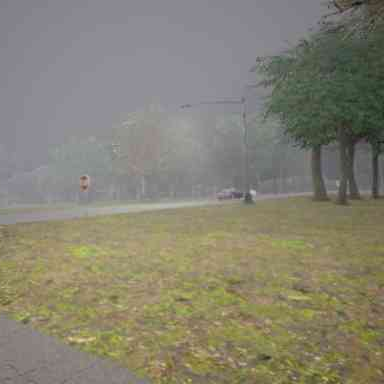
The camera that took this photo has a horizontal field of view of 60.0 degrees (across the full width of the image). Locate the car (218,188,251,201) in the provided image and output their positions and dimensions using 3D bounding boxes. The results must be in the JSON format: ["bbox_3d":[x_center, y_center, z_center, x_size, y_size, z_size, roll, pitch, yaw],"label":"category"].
[{"bbox_3d":[4.973,0.319,41.511,2.128,1.511,4.902,-3,-1,34],"label":"car"}]

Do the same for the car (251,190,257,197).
[{"bbox_3d":[10.657,0.277,62.195,1.812,1.442,4.674,-3,0,34],"label":"car"}]
